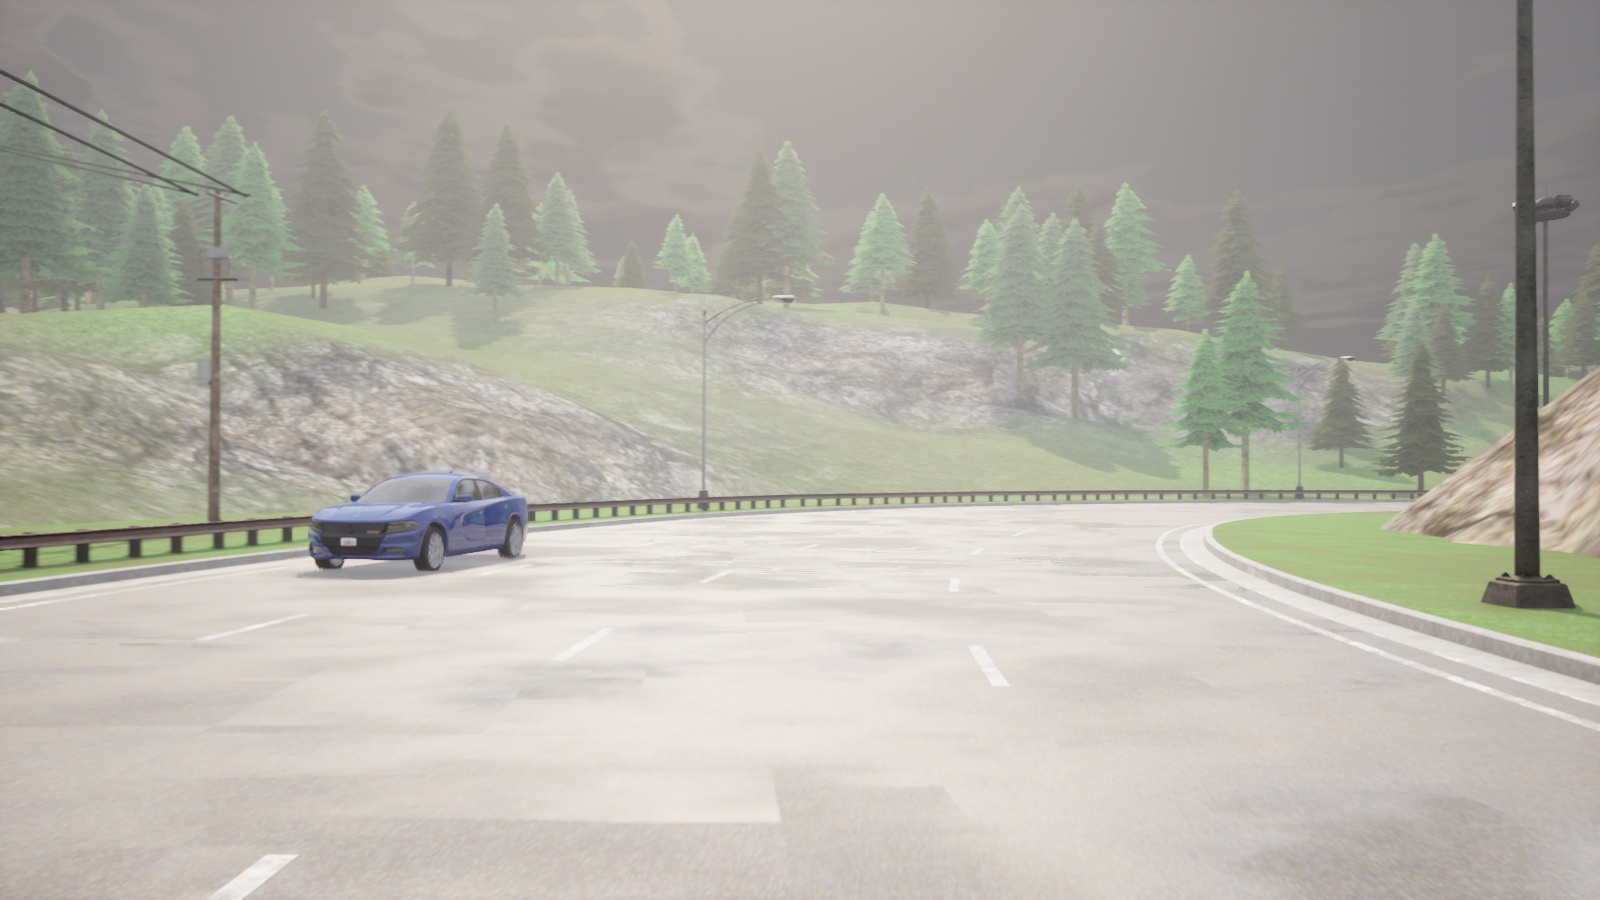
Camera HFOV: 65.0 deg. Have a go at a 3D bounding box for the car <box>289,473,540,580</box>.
[{"bbox_3d":[-6.142,1.161,20.744,1.882,1.535,5.008,0,-1,10],"label":"car"}]
